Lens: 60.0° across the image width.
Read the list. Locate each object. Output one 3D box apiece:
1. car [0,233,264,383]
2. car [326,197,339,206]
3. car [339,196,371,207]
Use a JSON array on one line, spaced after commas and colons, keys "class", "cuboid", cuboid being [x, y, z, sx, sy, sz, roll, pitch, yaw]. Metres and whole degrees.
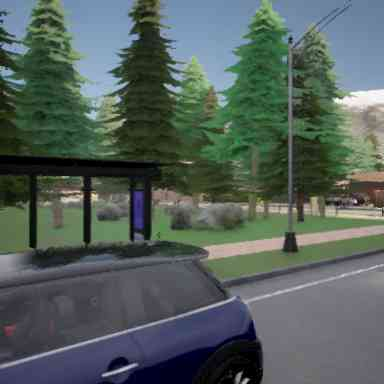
[{"class": "car", "cuboid": [-1.530, 1.349, 2.896, 4.553, 1.767, 2.097, 0, 0, -35]}, {"class": "car", "cuboid": [21.385, 1.101, 48.589, 3.866, 1.878, 1.905, 0, 0, -37]}, {"class": "car", "cuboid": [23.202, 1.100, 46.808, 4.605, 1.855, 1.932, 0, 0, -37]}]
